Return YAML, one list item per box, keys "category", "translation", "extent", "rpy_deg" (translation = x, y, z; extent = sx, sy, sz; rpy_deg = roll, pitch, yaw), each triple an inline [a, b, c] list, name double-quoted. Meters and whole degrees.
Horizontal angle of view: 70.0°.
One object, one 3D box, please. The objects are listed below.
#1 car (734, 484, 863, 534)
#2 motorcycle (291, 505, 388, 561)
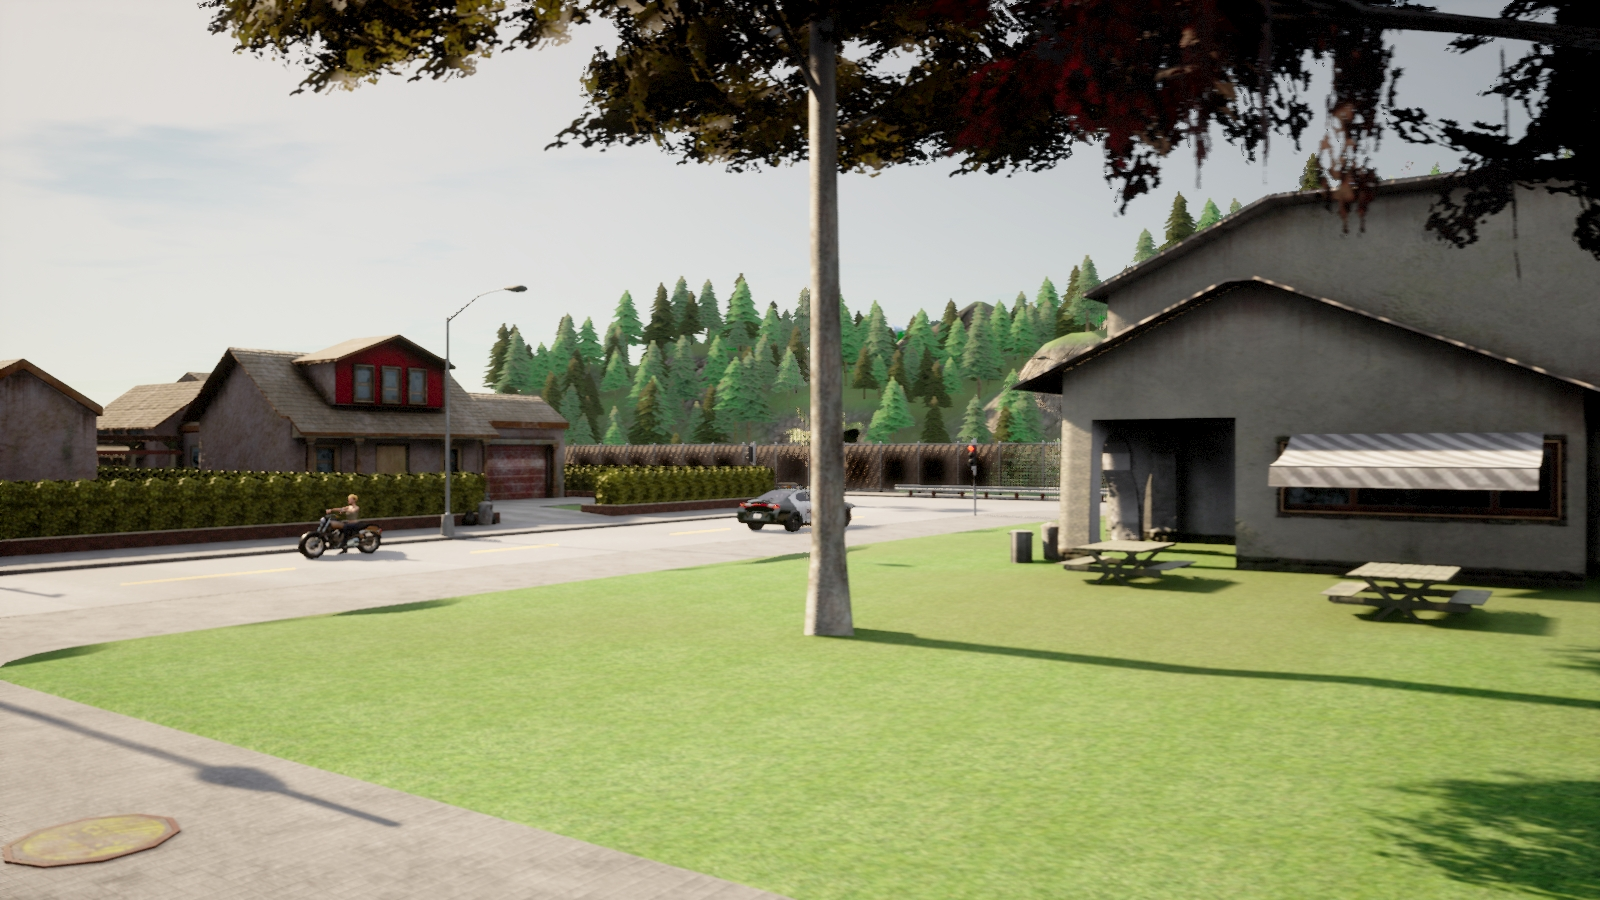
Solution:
- category: "car"
  translation: [0.011, 2.055, 40.857]
  extent: [2.038, 1.542, 4.974]
  rpy_deg: [0, 0, 37]
- category: "motorcycle"
  translation: [-12.199, 2.175, 30.350]
  extent: [0.764, 1.307, 2.356]
  rpy_deg: [0, 0, 35]
